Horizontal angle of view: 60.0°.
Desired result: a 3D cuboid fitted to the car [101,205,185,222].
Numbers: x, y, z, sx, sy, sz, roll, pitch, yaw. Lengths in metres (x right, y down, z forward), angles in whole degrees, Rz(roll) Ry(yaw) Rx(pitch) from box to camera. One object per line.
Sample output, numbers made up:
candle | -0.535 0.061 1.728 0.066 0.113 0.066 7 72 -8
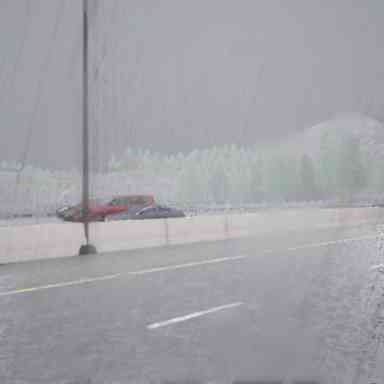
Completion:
car | -2.670 1.480 19.289 4.902 1.511 2.128 0 0 -36
